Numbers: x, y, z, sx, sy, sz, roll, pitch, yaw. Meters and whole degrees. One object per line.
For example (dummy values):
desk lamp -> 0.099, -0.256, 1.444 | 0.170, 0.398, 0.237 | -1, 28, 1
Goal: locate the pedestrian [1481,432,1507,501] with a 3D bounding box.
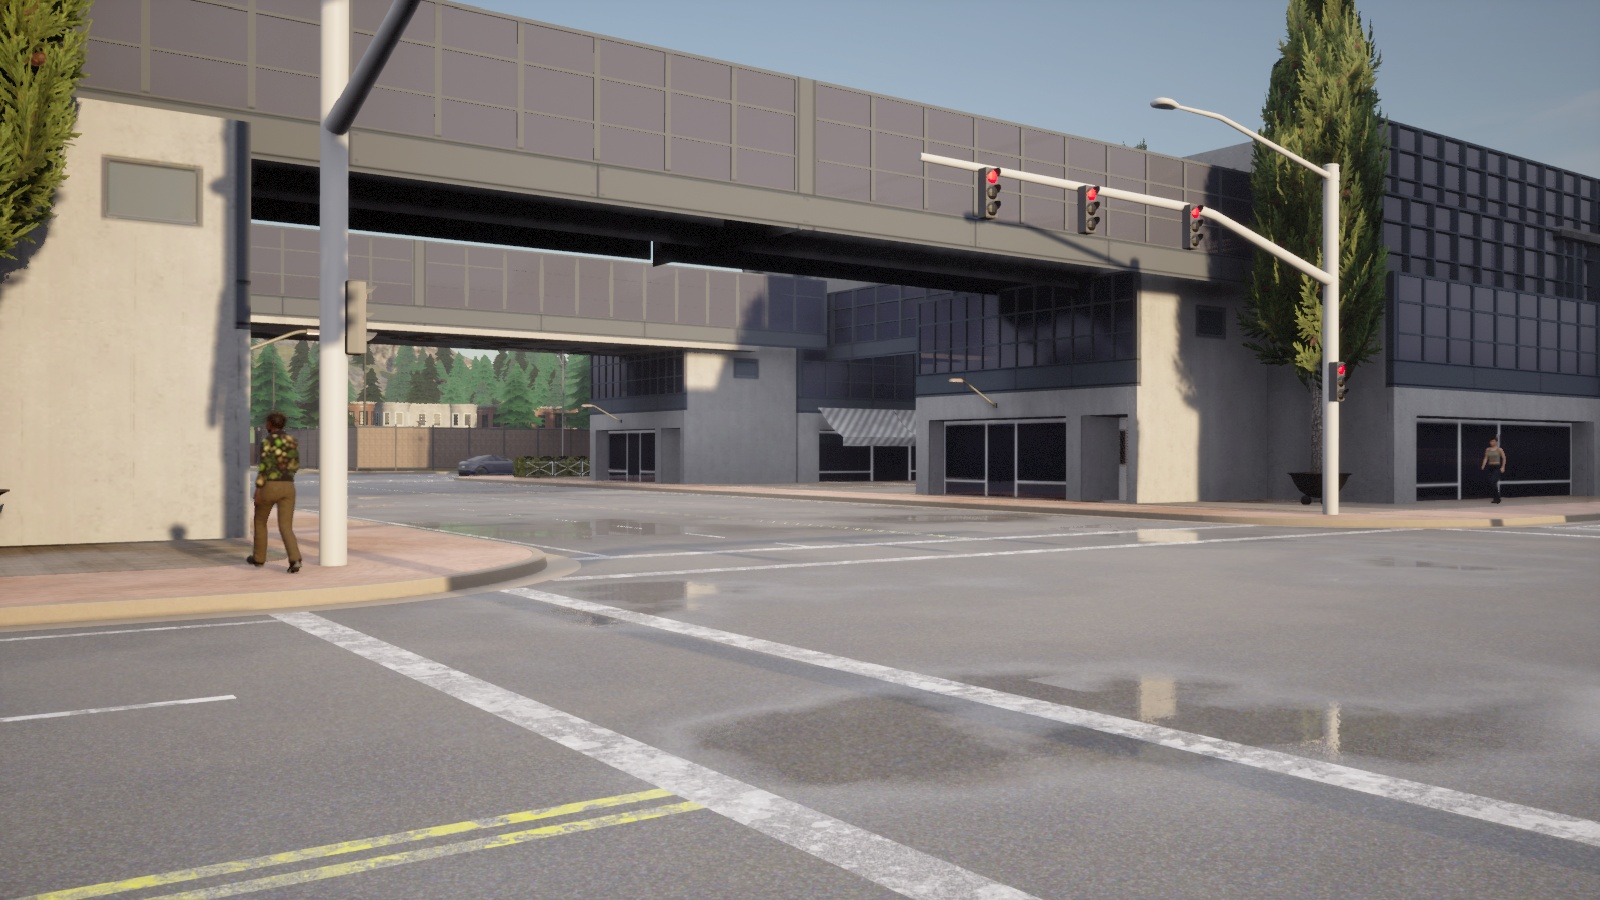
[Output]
pedestrian -> 18.650, 0.446, 33.733 | 0.594, 1.836, 0.345 | 0, 0, -28

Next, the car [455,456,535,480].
car -> -18.071, 1.029, 74.422 | 4.181, 1.385, 1.994 | 0, 0, -43

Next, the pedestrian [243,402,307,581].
pedestrian -> -5.827, 0.450, 13.928 | 0.692, 1.930, 0.395 | 0, 0, 42
